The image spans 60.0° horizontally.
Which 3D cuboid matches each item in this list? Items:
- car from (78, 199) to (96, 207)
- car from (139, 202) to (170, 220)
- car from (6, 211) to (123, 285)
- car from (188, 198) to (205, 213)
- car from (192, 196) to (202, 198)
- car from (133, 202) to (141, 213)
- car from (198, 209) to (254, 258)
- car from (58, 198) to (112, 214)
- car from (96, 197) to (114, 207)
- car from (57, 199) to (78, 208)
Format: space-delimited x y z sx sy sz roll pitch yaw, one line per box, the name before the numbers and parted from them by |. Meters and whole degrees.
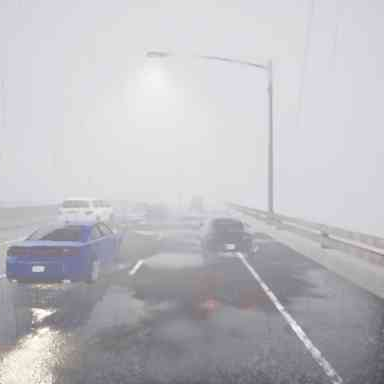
car | -19.895 2.127 63.030 1.994 1.385 4.181 0 -1 3
car | -3.141 1.805 30.607 2.033 1.411 5.357 0 0 1
car | -3.368 1.557 9.793 1.882 1.535 5.008 0 0 0
car | 0.600 1.867 42.641 1.837 1.490 4.892 0 -1 2
car | 0.819 1.693 54.112 2.150 2.045 5.566 0 -1 2
car | -6.375 1.932 42.940 1.994 1.385 4.181 0 0 1
car | 1.271 1.634 13.151 1.812 1.442 4.674 0 0 0
car | -6.771 1.403 21.669 2.150 2.045 5.566 0 0 1
car | -16.404 1.917 62.954 2.097 1.767 4.553 0 -1 3
car | -23.406 2.065 62.624 1.837 1.490 4.892 0 0 2
